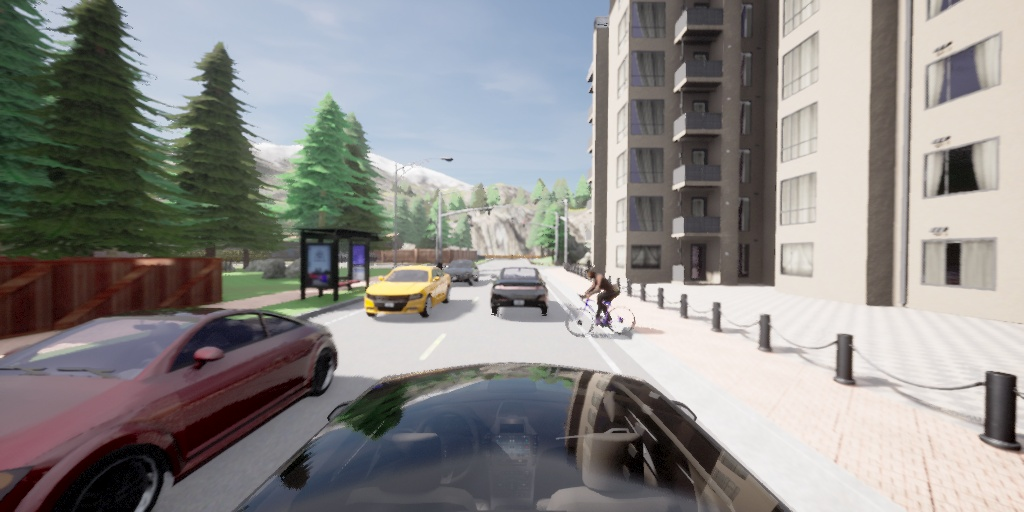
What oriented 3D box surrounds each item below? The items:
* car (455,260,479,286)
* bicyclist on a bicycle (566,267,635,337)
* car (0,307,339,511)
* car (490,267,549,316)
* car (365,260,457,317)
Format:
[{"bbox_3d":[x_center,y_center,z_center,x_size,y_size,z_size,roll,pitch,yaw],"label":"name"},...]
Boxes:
[{"bbox_3d":[-3.213,1.012,23.014,1.837,1.490,4.892,0,1,1],"label":"car"},{"bbox_3d":[2.065,1.087,8.462,1.656,1.620,0.582,-3,1,1],"label":"bicyclist on a bicycle"},{"bbox_3d":[-3.591,1.265,3.649,1.994,1.385,4.181,0,1,1],"label":"car"},{"bbox_3d":[0.266,1.130,12.896,2.128,1.511,4.902,0,1,1],"label":"car"},{"bbox_3d":[-3.426,1.088,12.640,1.882,1.535,5.008,0,1,1],"label":"car"}]
